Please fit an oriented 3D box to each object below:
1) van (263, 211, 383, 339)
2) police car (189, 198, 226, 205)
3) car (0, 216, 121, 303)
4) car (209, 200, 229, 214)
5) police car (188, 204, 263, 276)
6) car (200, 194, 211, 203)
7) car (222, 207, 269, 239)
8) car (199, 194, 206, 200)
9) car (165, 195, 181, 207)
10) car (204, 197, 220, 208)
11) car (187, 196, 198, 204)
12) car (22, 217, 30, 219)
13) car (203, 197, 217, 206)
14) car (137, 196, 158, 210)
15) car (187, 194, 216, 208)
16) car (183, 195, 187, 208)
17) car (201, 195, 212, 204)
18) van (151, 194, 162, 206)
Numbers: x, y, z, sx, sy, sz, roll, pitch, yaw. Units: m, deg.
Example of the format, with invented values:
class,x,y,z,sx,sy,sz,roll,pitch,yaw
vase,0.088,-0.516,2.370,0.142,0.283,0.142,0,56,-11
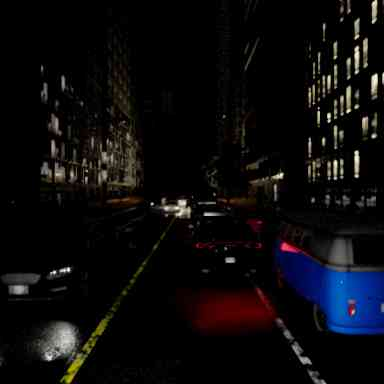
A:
class,x,y,z,sx,sy,sz,roll,pitch,yaw
van,2.697,1.332,6.351,1.690,1.788,3.998,0,0,0
police car,0.925,1.397,20.482,1.930,1.638,5.238,0,0,0
car,-3.091,1.480,8.381,2.128,1.511,4.902,0,0,0
car,2.733,1.535,34.813,1.802,1.307,4.206,0,0,0
police car,0.912,1.411,10.482,1.930,1.638,5.238,0,0,0
car,2.775,1.310,68.967,1.967,1.590,4.097,0,0,0
car,2.712,1.558,17.735,1.802,1.307,4.206,0,0,0
car,2.804,1.341,91.738,1.887,1.381,4.507,0,0,0
car,-3.028,1.448,50.374,1.812,1.442,4.674,0,0,0
car,2.747,1.483,46.198,2.008,1.369,4.403,0,0,0
car,0.075,1.440,61.120,2.033,1.411,5.357,0,0,0
car,-5.676,1.566,12.056,1.802,1.307,4.206,0,0,0
car,2.754,1.469,51.890,2.008,1.369,4.403,0,0,0
car,-5.641,1.494,40.519,2.008,1.369,4.403,0,0,0
car,0.932,1.189,26.402,2.150,2.045,5.566,0,0,0
car,0.056,1.479,46.350,2.033,1.411,5.357,0,0,0
car,2.769,1.327,63.275,1.967,1.590,4.097,0,0,0
van,-5.626,1.260,51.904,1.690,1.788,3.998,0,0,0
